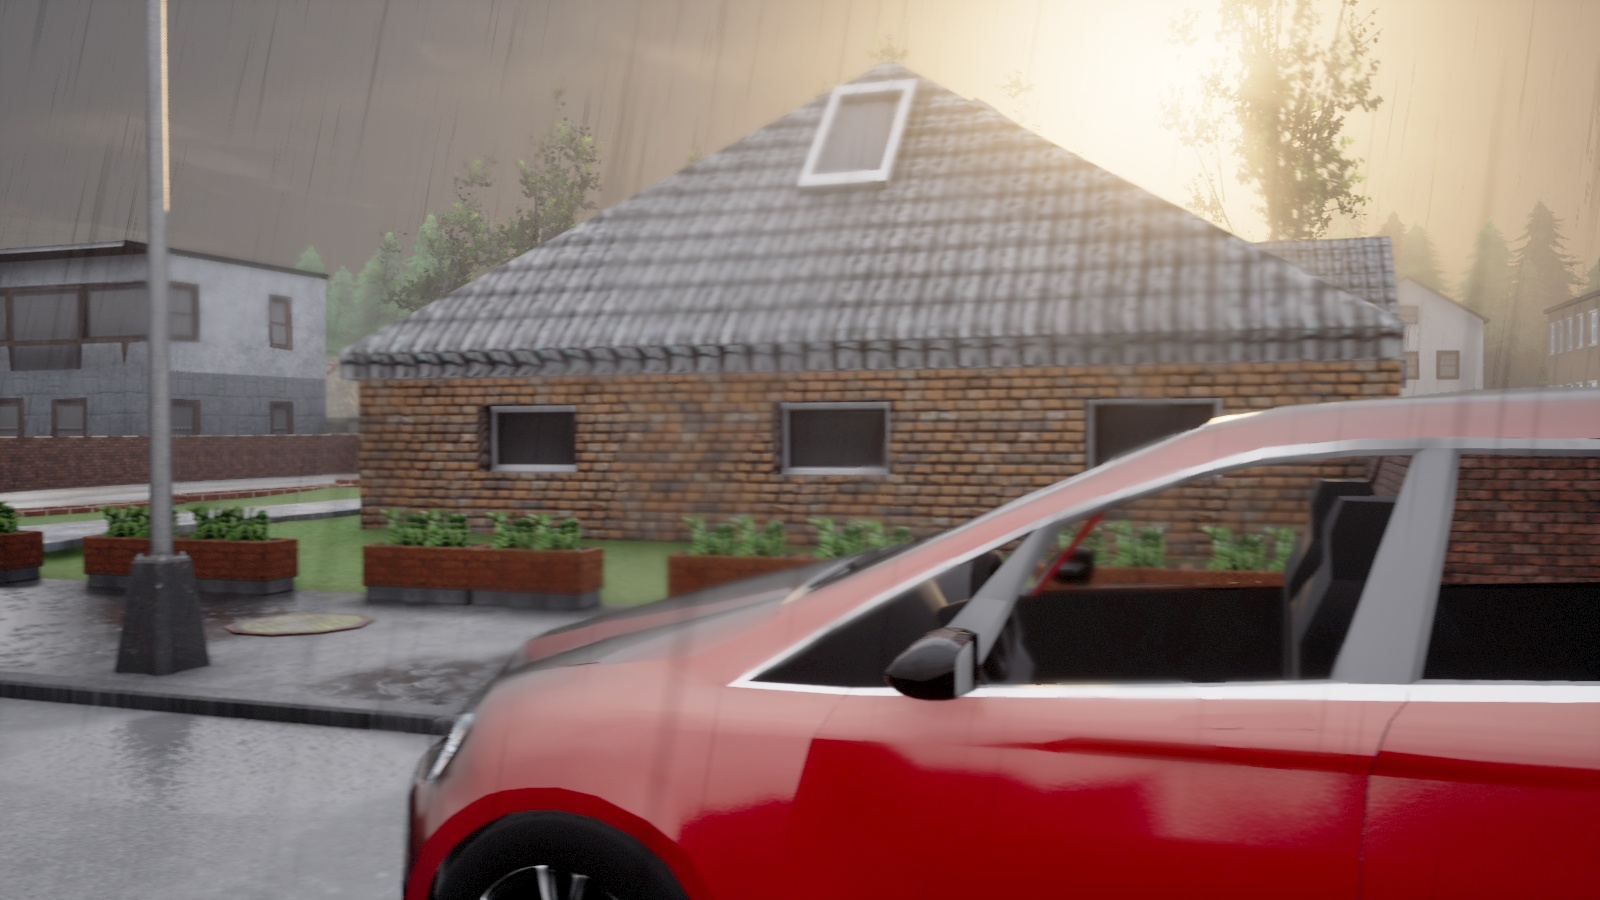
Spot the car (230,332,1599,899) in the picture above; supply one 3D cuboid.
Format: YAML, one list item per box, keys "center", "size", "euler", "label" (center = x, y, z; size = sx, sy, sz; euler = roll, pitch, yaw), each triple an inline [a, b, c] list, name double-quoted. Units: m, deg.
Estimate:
- center: [1.182, 0.623, 3.284]
  size: [4.611, 1.667, 2.242]
  euler: [1, 1, 20]
  label: "car"
